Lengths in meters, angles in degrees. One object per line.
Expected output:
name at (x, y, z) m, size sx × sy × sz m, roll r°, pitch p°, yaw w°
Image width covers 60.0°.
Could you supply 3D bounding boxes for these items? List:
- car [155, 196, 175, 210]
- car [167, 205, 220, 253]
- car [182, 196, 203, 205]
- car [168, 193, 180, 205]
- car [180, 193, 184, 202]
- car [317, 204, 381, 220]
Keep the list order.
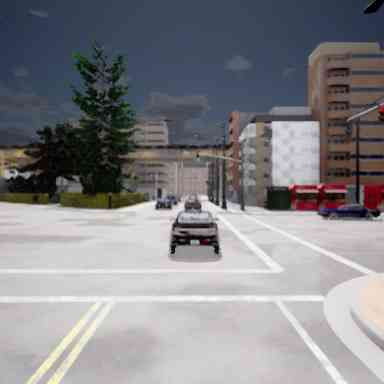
car at (-3.571, 1.534, 42.592) m, size 1.994 × 1.385 × 4.181 m, roll 0°, pitch 0°, yaw 0°
car at (0.103, 1.506, 13.772) m, size 2.128 × 1.511 × 4.902 m, roll 0°, pitch 0°, yaw 0°
car at (0.108, 1.477, 37.144) m, size 1.837 × 1.490 × 4.892 m, roll 0°, pitch 0°, yaw 0°
car at (-3.536, 1.314, 56.193) m, size 2.097 × 1.767 × 4.553 m, roll 0°, pitch 0°, yaw 0°
car at (-3.486, 1.166, 70.201) m, size 2.150 × 2.045 × 5.566 m, roll 0°, pitch 0°, yaw 0°
car at (13.177, 1.688, 28.197) m, size 4.718 × 1.301 × 1.895 m, roll 1°, pitch 0°, yaw 0°
